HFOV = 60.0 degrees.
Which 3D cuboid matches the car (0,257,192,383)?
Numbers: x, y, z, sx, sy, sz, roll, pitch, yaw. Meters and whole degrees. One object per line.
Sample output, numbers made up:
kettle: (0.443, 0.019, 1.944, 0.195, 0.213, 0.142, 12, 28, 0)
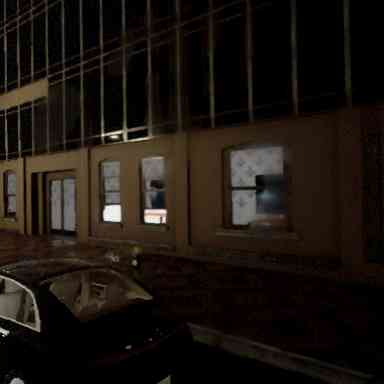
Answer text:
car: (-2.054, 1.546, 4.324, 4.403, 1.369, 2.008, 0, -1, 36)
